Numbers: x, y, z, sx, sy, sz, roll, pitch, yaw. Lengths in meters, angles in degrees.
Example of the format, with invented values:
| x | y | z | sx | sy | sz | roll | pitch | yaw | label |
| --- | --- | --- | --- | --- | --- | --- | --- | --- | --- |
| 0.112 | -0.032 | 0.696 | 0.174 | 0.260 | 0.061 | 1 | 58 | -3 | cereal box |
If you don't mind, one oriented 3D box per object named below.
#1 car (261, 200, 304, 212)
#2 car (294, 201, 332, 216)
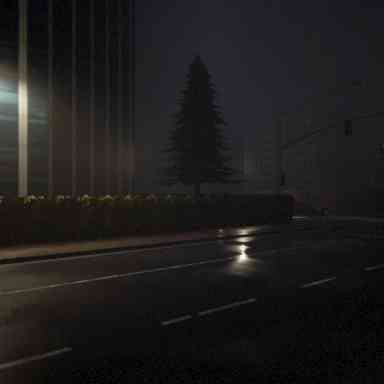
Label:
| x | y | z | sx | sy | sz | roll | pitch | yaw | label |
| --- | --- | --- | --- | --- | --- | --- | --- | --- | --- |
| 10.692 | 1.600 | 39.632 | 1.895 | 1.301 | 4.718 | 0 | 0 | -35 | car |
| 11.141 | 1.601 | 32.597 | 1.895 | 1.301 | 4.718 | 0 | 0 | -36 | car |
